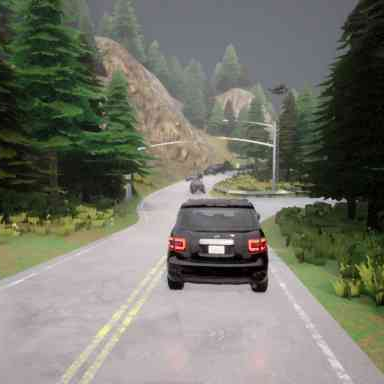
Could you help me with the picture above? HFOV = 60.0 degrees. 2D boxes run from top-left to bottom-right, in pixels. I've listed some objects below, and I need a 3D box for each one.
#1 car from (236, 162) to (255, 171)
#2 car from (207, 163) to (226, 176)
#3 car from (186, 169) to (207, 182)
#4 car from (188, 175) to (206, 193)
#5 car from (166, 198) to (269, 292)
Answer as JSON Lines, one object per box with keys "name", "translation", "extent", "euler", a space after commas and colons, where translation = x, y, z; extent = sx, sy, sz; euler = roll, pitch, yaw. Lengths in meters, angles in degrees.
{"name": "car", "translation": [11.498, -5.591, 70.919], "extent": [4.553, 1.767, 2.097], "euler": [-9, 9, -36]}
{"name": "car", "translation": [4.460, -4.334, 63.770], "extent": [2.150, 2.045, 5.566], "euler": [3, 10, 36]}
{"name": "car", "translation": [0.437, -2.528, 55.237], "extent": [1.994, 1.385, 4.181], "euler": [2, 10, 19]}
{"name": "car", "translation": [0.784, -0.800, 44.140], "extent": [1.837, 1.490, 4.892], "euler": [-4, 9, 1]}
{"name": "car", "translation": [0.707, 1.173, 8.984], "extent": [2.150, 2.045, 5.566], "euler": [0, 0, 5]}
